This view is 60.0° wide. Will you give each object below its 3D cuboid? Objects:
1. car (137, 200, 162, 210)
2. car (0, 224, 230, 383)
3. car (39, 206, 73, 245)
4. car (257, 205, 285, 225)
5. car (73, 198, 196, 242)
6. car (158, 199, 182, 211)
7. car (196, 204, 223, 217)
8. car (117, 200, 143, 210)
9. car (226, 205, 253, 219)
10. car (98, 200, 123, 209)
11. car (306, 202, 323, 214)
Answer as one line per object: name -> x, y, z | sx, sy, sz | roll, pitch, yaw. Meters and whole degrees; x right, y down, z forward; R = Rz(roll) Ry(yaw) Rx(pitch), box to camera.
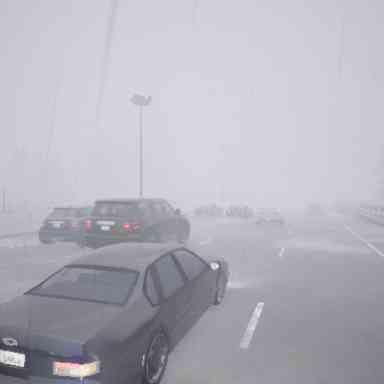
car -> -6.716, 2.053, 53.270 | 1.882, 1.535, 5.008 | 0, -1, 19
car -> -0.810, 1.554, 5.377 | 2.033, 1.411, 5.357 | 0, 0, 19
car -> -4.763, 1.395, 15.444 | 2.097, 1.767, 4.553 | 0, 0, 19
car -> 6.116, 1.715, 25.609 | 1.812, 1.442, 4.674 | 0, -1, 19
car -> -1.872, 1.255, 13.083 | 2.150, 2.045, 5.566 | 0, 0, 19
car -> -3.389, 1.920, 52.183 | 2.097, 1.767, 4.553 | 0, -1, 19
car -> 1.863, 1.909, 34.795 | 1.895, 1.301, 4.718 | 0, -1, 19
car -> -10.084, 2.040, 54.243 | 1.882, 1.535, 5.008 | 0, -1, 19
car -> 4.744, 1.886, 32.407 | 1.895, 1.301, 4.718 | 0, -1, 19
car -> -13.454, 2.120, 55.209 | 1.994, 1.385, 4.181 | 0, -1, 19
car -> 15.444, 1.979, 42.046 | 1.882, 1.535, 5.008 | 0, -1, 19
